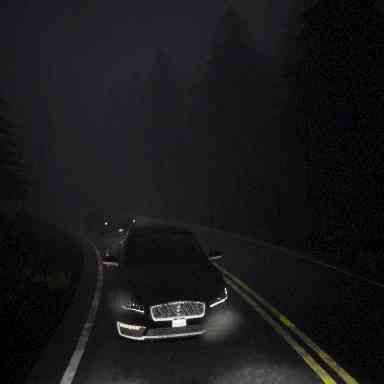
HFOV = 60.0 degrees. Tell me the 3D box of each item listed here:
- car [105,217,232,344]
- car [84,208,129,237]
[{"bbox_3d":[-0.646,1.495,6.811,1.837,1.490,4.892,-1,0,-11],"label":"car"},{"bbox_3d":[-4.634,1.612,18.544,1.895,1.301,4.718,-3,1,-29],"label":"car"}]
